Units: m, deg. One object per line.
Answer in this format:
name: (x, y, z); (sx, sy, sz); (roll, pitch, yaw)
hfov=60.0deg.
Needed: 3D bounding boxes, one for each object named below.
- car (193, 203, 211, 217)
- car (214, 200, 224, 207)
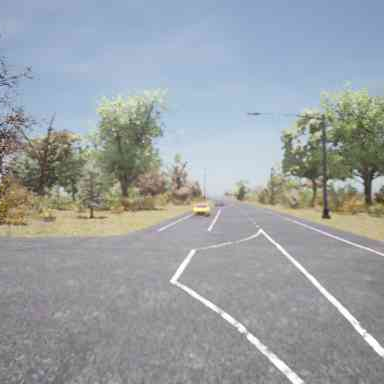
car: (1.198, 2.124, 39.538); (1.882, 1.535, 5.008); (-1, -1, 6)
car: (6.382, 2.706, 77.368); (1.812, 1.442, 4.674); (-1, -1, 12)
